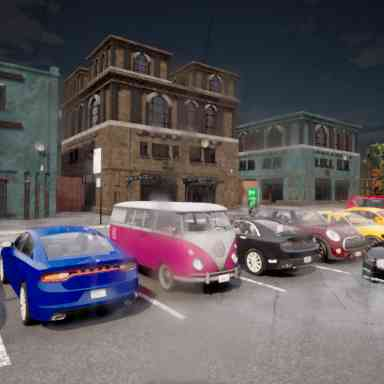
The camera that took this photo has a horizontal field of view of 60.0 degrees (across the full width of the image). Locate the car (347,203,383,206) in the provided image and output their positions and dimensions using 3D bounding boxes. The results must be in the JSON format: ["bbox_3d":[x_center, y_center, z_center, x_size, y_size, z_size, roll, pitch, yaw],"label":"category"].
[{"bbox_3d":[8.376,1.481,15.451,2.097,1.535,5.008,0,0,-36],"label":"car"}]

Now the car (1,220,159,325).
[{"bbox_3d":[-2.937,1.480,7.346,2.097,1.535,5.008,0,0,-36],"label":"car"}]

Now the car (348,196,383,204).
[{"bbox_3d":[10.660,1.230,17.043,2.435,2.045,5.566,0,0,-36],"label":"car"}]

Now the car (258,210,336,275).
[{"bbox_3d":[1.592,1.483,10.584,2.231,1.521,4.892,0,0,-36],"label":"car"}]

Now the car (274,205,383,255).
[{"bbox_3d":[6.223,1.479,13.677,1.946,1.575,5.366,0,0,-36],"label":"car"}]

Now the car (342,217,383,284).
[{"bbox_3d":[6.233,1.493,8.453,4.902,1.511,2.128,0,0,-36],"label":"car"}]

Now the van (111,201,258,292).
[{"bbox_3d":[-0.608,1.256,8.875,1.878,1.987,4.442,0,0,-36],"label":"van"}]
